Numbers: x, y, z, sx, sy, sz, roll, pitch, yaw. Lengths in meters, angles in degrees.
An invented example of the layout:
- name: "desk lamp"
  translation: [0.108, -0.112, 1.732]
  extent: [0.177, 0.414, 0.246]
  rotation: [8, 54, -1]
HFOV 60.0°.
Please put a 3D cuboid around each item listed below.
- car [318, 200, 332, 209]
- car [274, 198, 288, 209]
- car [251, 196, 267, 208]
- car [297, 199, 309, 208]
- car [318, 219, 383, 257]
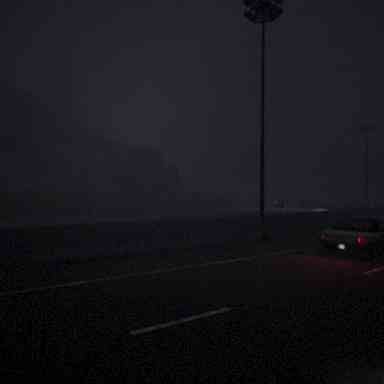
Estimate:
- name: "car"
  translation: [22.131, 2.008, 55.515]
  extent: [2.128, 1.511, 4.902]
  rotation: [0, 0, 17]
- name: "car"
  translation: [14.839, 1.808, 55.573]
  extent: [2.097, 1.767, 4.553]
  rotation: [0, 0, 18]
- name: "car"
  translation: [11.356, 1.650, 55.990]
  extent: [2.150, 2.045, 5.566]
  rotation: [1, 0, 19]
- name: "car"
  translation: [18.955, 2.004, 57.033]
  extent: [1.837, 1.490, 4.892]
  rotation: [1, 0, 16]
- name: "car"
  translation: [7.189, 1.742, 13.663]
  extent: [4.718, 1.301, 1.895]
  rotation: [1, 0, -41]
